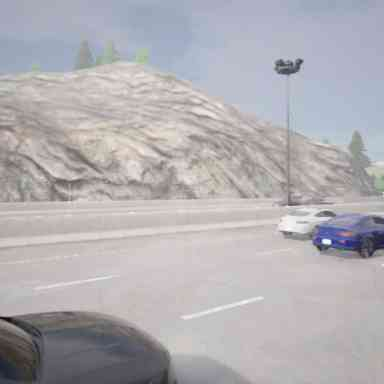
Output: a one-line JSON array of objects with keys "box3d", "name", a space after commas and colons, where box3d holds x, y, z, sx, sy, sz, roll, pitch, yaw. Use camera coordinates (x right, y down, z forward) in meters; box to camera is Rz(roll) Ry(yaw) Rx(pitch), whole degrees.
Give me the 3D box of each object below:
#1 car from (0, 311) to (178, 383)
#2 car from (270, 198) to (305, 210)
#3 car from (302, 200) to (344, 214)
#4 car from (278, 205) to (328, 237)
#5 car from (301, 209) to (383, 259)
[{"box3d": [-2.352, 1.505, 2.069, 4.892, 1.490, 1.837, 0, 0, -36], "name": "car"}, {"box3d": [12.381, 1.527, 42.918, 4.674, 1.442, 1.812, 0, 0, -35], "name": "car"}, {"box3d": [13.949, 1.602, 35.440, 4.718, 1.301, 1.895, 0, 0, -35], "name": "car"}, {"box3d": [6.345, 1.526, 16.873, 4.674, 1.442, 1.812, 0, 0, -36], "name": "car"}, {"box3d": [6.463, 1.526, 12.658, 4.674, 1.442, 1.812, 0, 0, -36], "name": "car"}]
